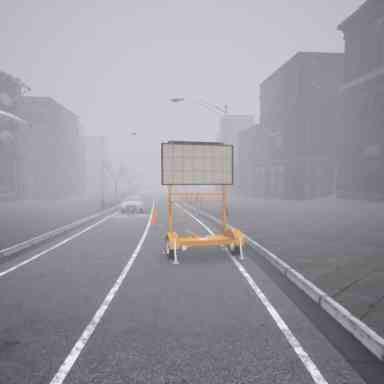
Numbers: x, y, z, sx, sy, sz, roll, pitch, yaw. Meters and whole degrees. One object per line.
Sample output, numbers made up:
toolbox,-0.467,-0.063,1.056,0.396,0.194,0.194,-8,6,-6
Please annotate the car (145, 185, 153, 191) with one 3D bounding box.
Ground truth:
car,-10.853,-1.109,83.805,1.994,1.385,4.181,0,4,-6

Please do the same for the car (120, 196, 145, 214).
car,-5.075,1.069,28.706,1.812,1.442,4.674,0,0,-6

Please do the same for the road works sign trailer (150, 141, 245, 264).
road works sign trailer,0.141,0.174,10.847,2.380,3.560,2.880,-1,1,-16
